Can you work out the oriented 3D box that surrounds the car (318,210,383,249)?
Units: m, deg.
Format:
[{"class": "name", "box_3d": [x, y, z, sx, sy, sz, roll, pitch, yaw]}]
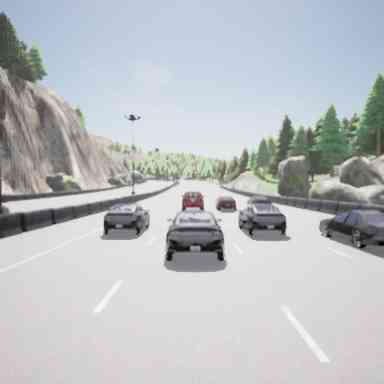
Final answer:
[{"class": "car", "box_3d": [7.096, 1.443, 13.858, 2.033, 1.411, 5.357, 0, 0, 0]}]

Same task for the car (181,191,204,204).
[{"class": "car", "box_3d": [0.092, 0.895, 34.223, 2.150, 2.045, 5.566, 0, 1, 0]}]

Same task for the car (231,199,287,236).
[{"class": "car", "box_3d": [3.596, 1.356, 17.603, 2.128, 1.511, 4.902, 0, 1, 0]}]

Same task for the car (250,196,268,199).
[{"class": "car", "box_3d": [7.092, 1.129, 35.657, 1.882, 1.535, 5.008, 0, 1, 0]}]

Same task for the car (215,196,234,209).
[{"class": "car", "box_3d": [3.592, 1.128, 35.767, 1.882, 1.535, 5.008, 0, 1, 0]}]

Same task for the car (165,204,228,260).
[{"class": "car", "box_3d": [0.097, 1.401, 12.041, 2.128, 1.511, 4.902, 0, 0, 0]}]

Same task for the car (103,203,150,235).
[{"class": "car", "box_3d": [-3.404, 1.353, 17.951, 2.128, 1.511, 4.902, 0, 1, 0]}]
